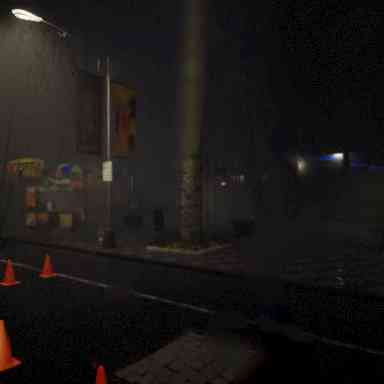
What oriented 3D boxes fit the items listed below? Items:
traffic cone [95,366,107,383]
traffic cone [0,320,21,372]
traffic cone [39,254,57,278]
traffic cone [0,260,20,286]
[{"bbox_3d":[-0.875,1.971,3.196,0.340,0.580,0.340,0,0,36],"label":"traffic cone"},{"bbox_3d":[-2.493,1.981,4.372,0.340,0.580,0.340,0,0,36],"label":"traffic cone"},{"bbox_3d":[-3.964,2.005,9.151,0.340,0.580,0.340,0,0,36],"label":"traffic cone"},{"bbox_3d":[-4.552,2.003,8.342,0.340,0.580,0.340,0,0,36],"label":"traffic cone"}]
